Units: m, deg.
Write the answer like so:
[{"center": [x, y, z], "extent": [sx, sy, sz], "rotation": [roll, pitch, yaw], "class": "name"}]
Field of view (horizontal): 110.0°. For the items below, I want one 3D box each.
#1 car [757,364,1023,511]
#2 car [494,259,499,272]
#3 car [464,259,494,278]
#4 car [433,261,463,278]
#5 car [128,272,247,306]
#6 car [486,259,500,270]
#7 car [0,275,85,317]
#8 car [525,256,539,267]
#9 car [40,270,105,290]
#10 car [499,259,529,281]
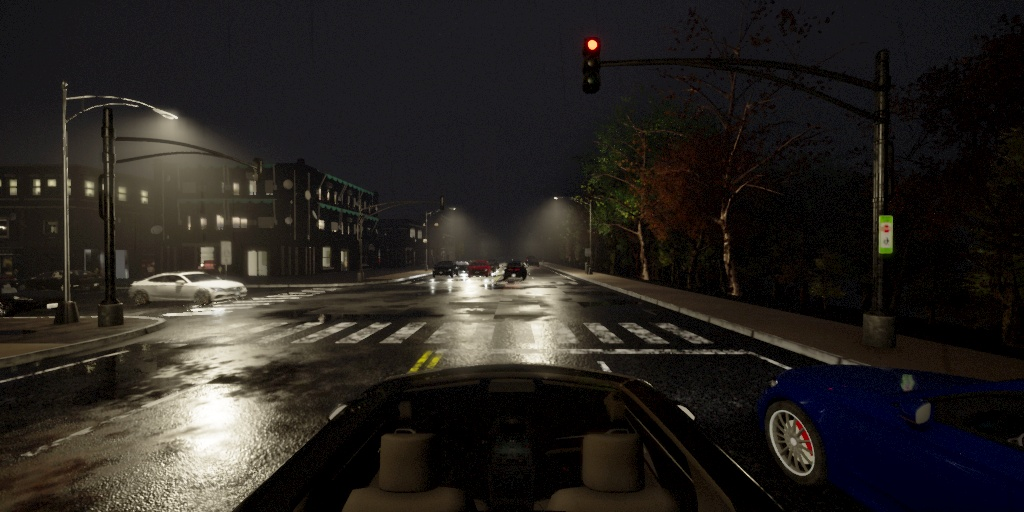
[{"center": [3.355, 1.276, 1.635], "extent": [1.812, 1.442, 4.674], "rotation": [0, 0, 1], "class": "car"}, {"center": [-2.994, 1.260, 44.641], "extent": [1.812, 1.442, 4.674], "rotation": [0, 0, 1], "class": "car"}, {"center": [-3.074, 1.217, 34.580], "extent": [1.882, 1.535, 5.008], "rotation": [0, 0, 1], "class": "car"}, {"center": [-6.330, 1.217, 34.738], "extent": [1.882, 1.535, 5.008], "rotation": [0, 0, 1], "class": "car"}, {"center": [-14.653, 1.438, 16.261], "extent": [4.674, 1.442, 1.812], "rotation": [-1, 1, 4], "class": "car"}, {"center": [-2.908, 1.235, 54.784], "extent": [1.837, 1.490, 4.892], "rotation": [0, 0, 1], "class": "car"}, {"center": [-19.854, 1.564, 13.822], "extent": [4.313, 1.339, 1.948], "rotation": [0, 0, 1], "class": "car"}, {"center": [3.853, 1.202, 64.701], "extent": [1.882, 1.535, 5.008], "rotation": [0, 0, 1], "class": "car"}, {"center": [-28.118, 1.559, 22.401], "extent": [4.403, 1.370, 2.007], "rotation": [0, 0, 1], "class": "car"}, {"center": [0.259, 1.246, 30.459], "extent": [1.837, 1.490, 4.892], "rotation": [1, 0, 3], "class": "car"}]
